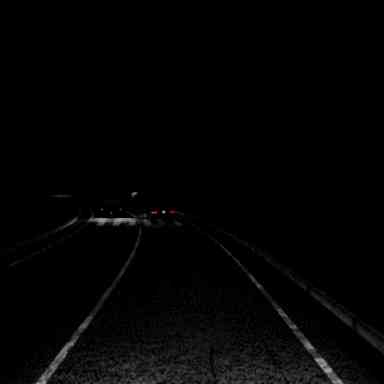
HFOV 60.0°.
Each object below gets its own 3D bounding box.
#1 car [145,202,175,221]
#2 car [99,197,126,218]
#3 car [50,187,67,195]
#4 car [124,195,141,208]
[{"bbox_3d":[-2.559,1.456,26.151,2.033,1.411,5.357,1,0,-13],"label":"car"},{"bbox_3d":[-7.030,1.357,28.734,1.812,1.442,4.674,1,1,-15],"label":"car"},{"bbox_3d":[-26.477,-0.244,65.527,2.033,1.411,5.357,2,2,-41],"label":"car"},{"bbox_3d":[-7.775,1.127,42.079,2.128,1.511,4.902,1,1,-22],"label":"car"}]
